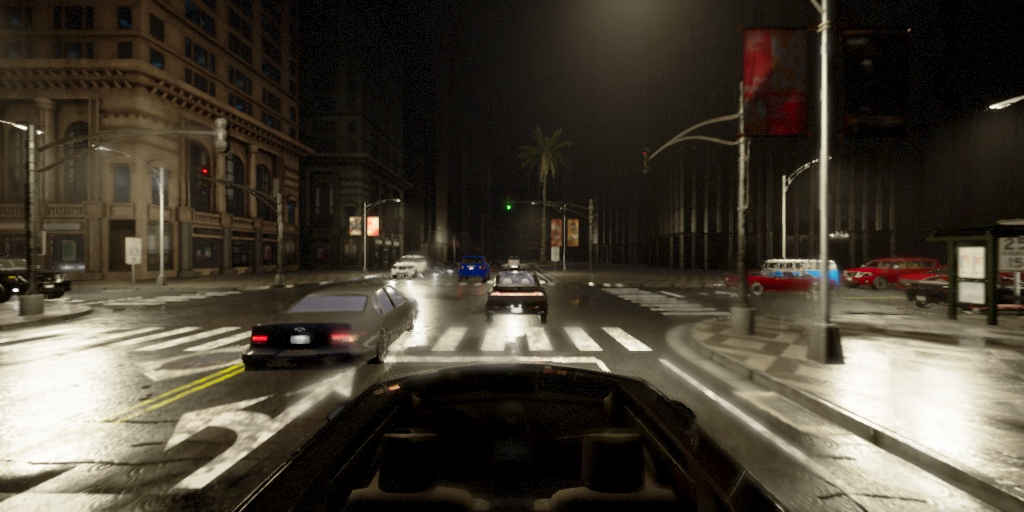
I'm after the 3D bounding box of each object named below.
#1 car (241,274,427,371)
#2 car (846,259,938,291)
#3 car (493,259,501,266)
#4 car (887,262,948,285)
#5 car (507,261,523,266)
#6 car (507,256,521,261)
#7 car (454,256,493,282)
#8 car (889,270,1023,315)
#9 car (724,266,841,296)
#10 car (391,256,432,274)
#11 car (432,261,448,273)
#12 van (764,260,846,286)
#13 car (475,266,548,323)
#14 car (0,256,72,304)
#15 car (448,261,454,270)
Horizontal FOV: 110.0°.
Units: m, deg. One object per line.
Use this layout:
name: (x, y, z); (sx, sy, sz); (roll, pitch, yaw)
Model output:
car: (-3.380, 1.306, 7.887); (2.033, 1.411, 5.357); (0, 0, -5)
car: (22.845, 1.077, 21.576); (5.009, 1.841, 2.192); (0, 0, 0)
car: (-2.924, 1.354, 63.149); (1.837, 1.490, 4.892); (0, 0, 0)
car: (23.424, 1.244, 18.908); (5.008, 1.535, 1.882); (0, 0, 0)
car: (0.267, 1.402, 33.484); (1.895, 1.301, 4.718); (0, 0, 0)
car: (0.330, 1.073, 63.954); (2.150, 2.045, 5.566); (0, 0, 0)
car: (-3.008, 1.014, 29.292); (2.150, 2.045, 5.566); (0, 0, 0)
car: (17.126, 1.325, 13.080); (4.403, 1.370, 2.007); (0, 0, 0)
car: (13.982, 1.369, 18.958); (4.718, 1.301, 1.895); (0, 0, 3)
car: (-9.674, 1.019, 34.304); (2.150, 2.045, 5.566); (0, 0, 0)
car: (-9.603, 1.319, 44.230); (1.837, 1.490, 4.892); (0, 0, 1)
van: (17.168, 1.105, 21.605); (3.998, 1.789, 1.690); (0, 0, 0)
car: (0.149, 1.260, 12.189); (2.128, 1.511, 4.902); (0, 0, 0)
car: (-23.372, 1.007, 16.001); (5.566, 2.045, 2.150); (0, 0, 0)
car: (-9.473, 1.394, 54.154); (1.994, 1.385, 4.181); (0, 0, 0)
